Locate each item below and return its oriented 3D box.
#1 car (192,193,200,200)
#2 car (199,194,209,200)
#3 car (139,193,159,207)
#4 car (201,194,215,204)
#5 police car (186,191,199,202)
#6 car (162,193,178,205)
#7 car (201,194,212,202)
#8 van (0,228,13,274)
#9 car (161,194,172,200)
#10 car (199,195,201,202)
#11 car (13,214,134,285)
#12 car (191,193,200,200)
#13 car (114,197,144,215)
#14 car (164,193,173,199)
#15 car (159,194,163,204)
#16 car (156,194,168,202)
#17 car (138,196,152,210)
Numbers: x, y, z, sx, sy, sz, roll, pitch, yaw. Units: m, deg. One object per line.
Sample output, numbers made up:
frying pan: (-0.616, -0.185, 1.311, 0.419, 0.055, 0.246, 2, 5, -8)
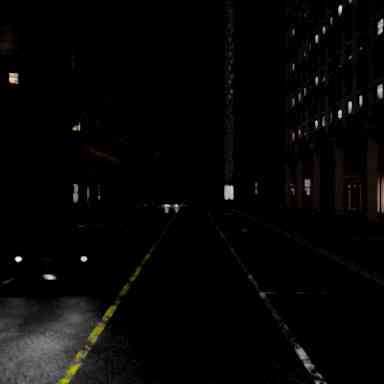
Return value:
car: (0.909, 1.019, 78.861, 1.812, 1.442, 4.674, 0, 0, 0)
car: (2.698, 1.083, 74.648, 1.947, 1.339, 4.313, 0, 0, 0)
car: (-5.687, 1.042, 40.756, 2.192, 1.841, 5.009, 0, 0, 0)
car: (2.696, 1.180, 52.224, 1.752, 1.417, 4.829, 0, 0, 0)
police car: (0.254, 1.014, 62.848, 1.930, 1.638, 5.238, 0, 0, -18)
car: (-3.072, 1.186, 51.289, 1.812, 1.442, 4.674, 0, 0, 0)
car: (2.696, 1.136, 63.351, 2.008, 1.369, 4.403, 0, 0, 0)
van: (-5.689, 1.293, 6.866, 1.690, 1.788, 3.998, 0, 0, 0)
car: (-5.683, 1.083, 74.649, 1.947, 1.339, 4.313, 0, 0, 0)
car: (2.696, 1.060, 57.701, 1.967, 1.590, 4.097, 0, 0, 0)
car: (-3.098, 1.534, 9.452, 1.895, 1.301, 4.718, 0, 0, 0)
car: (0.789, 1.033, 72.880, 1.837, 1.490, 4.892, 0, 0, 1)
car: (-5.687, 1.380, 29.461, 1.802, 1.307, 4.206, 0, 0, 0)
car: (-5.682, 1.011, 80.127, 1.752, 1.417, 4.829, 0, 0, 0)
car: (-5.685, 1.096, 52.055, 1.967, 1.590, 4.097, 0, 0, 0)
car: (-5.684, 1.136, 63.351, 2.008, 1.369, 4.403, 0, 0, 0)
car: (-5.687, 1.345, 35.110, 1.802, 1.307, 4.206, 0, 0, 0)
